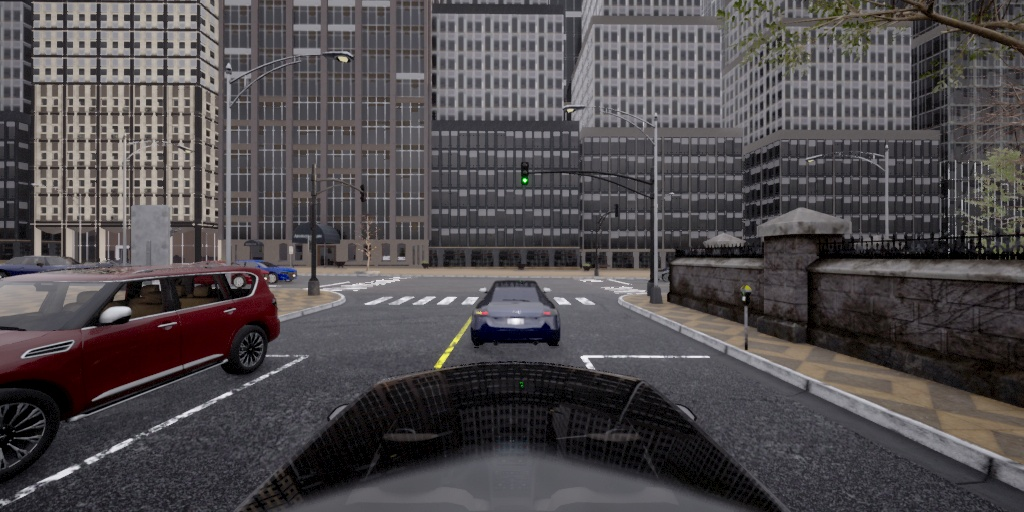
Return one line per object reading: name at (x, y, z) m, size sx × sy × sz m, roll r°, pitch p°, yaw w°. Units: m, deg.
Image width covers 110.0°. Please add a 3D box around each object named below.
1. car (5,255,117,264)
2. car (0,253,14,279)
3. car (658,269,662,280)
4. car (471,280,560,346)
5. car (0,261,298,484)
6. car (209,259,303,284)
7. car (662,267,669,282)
car at (-26.693, 0.777, 20.918) m, size 4.553 × 1.767 × 2.097 m, roll 1°, pitch 0°, yaw -1°
car at (-37.194, 0.654, 24.053) m, size 4.553 × 1.767 × 2.097 m, roll 1°, pitch 0°, yaw -1°
car at (14.320, 1.515, 31.359) m, size 4.181 × 1.385 × 1.994 m, roll 1°, pitch 0°, yaw -1°
car at (0.082, 1.315, 9.374) m, size 1.994 × 1.385 × 4.181 m, roll 0°, pitch 0°, yaw 0°
car at (-5.365, 1.065, 4.735) m, size 2.192 × 1.841 × 5.009 m, roll 0°, pitch 0°, yaw 0°
car at (-17.258, 1.026, 24.302) m, size 5.008 × 1.535 × 1.882 m, roll 1°, pitch 0°, yaw 0°
car at (14.505, 1.510, 28.110) m, size 4.181 × 1.385 × 1.994 m, roll 1°, pitch 0°, yaw -1°
